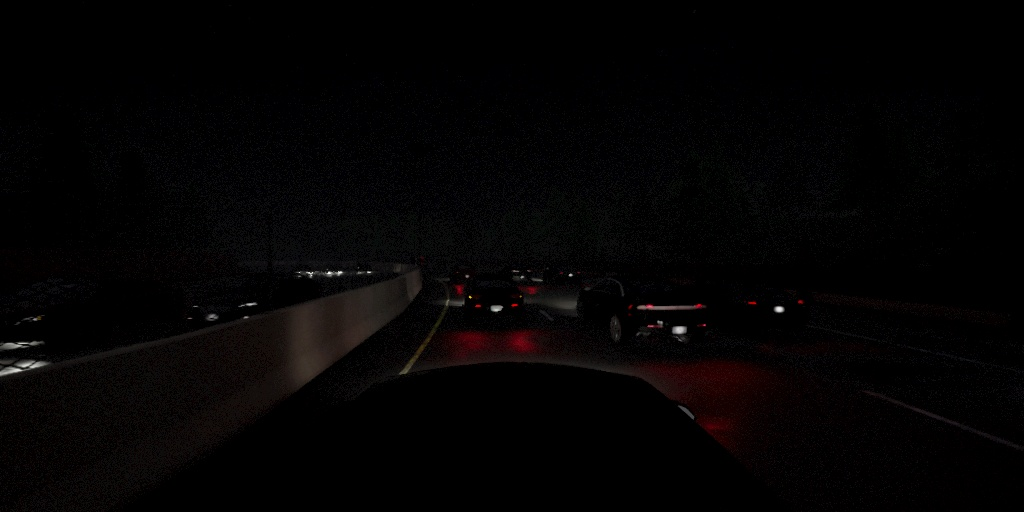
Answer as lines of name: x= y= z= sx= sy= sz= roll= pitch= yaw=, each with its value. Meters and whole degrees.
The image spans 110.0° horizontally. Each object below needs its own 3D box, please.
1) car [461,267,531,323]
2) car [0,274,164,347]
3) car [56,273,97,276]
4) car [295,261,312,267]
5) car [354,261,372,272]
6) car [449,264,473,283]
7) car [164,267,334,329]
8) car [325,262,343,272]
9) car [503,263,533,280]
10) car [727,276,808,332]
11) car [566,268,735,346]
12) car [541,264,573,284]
car: x=-0.690 y=1.290 z=12.244 sx=1.812 sy=1.442 sz=4.674 roll=0 pitch=0 yaw=-6
car: x=-11.130 y=1.328 z=9.593 sx=1.812 sy=1.442 sz=4.674 roll=0 pitch=0 yaw=-6
car: x=-14.922 y=1.346 z=12.207 sx=1.812 sy=1.442 sz=4.674 roll=0 pitch=0 yaw=-8
car: x=-29.231 y=1.444 z=50.241 sx=1.812 sy=1.442 sz=4.674 roll=0 pitch=0 yaw=-34
car: x=-21.141 y=1.435 z=50.686 sx=2.033 sy=1.411 sz=5.357 roll=0 pitch=0 yaw=-30
car: x=-3.949 y=1.322 z=28.808 sx=1.812 sy=1.442 sz=4.674 roll=0 pitch=0 yaw=-16
car: x=-7.818 y=1.283 z=11.466 sx=2.128 sy=1.511 sz=4.902 roll=0 pitch=0 yaw=-7
car: x=-24.606 y=1.463 z=49.508 sx=1.994 sy=1.385 sz=4.181 roll=0 pitch=0 yaw=-31
car: x=0.124 y=1.270 z=27.182 sx=2.128 sy=1.511 sz=4.902 roll=0 pitch=0 yaw=-14
car: x=6.473 y=1.299 z=10.893 sx=1.994 sy=1.385 sz=4.181 roll=0 pitch=0 yaw=-4
car: x=3.097 y=1.238 z=9.436 sx=2.128 sy=1.511 sz=4.902 roll=0 pitch=0 yaw=-4
car: x=3.692 y=1.329 z=27.327 sx=1.994 sy=1.385 sz=4.181 roll=0 pitch=0 yaw=-13
